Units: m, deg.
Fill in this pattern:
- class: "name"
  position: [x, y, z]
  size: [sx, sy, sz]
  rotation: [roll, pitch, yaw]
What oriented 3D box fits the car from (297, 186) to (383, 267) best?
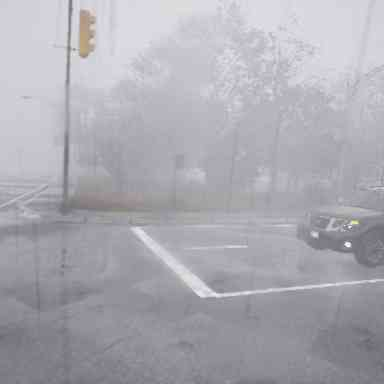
- class: "car"
  position: [5.918, 0.867, 9.975]
  size: [5.566, 2.045, 2.150]
  rotation: [2, 4, -21]
